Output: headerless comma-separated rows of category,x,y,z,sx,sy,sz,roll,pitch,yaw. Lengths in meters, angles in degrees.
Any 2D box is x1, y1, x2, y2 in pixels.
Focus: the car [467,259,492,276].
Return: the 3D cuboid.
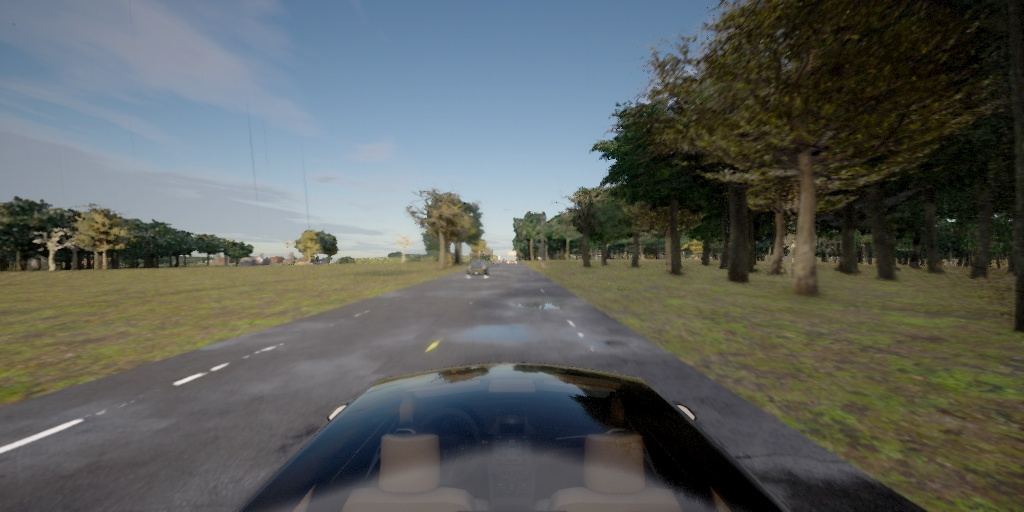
car,-3.565,1.130,38.269,2.097,1.767,4.553,0,0,0
